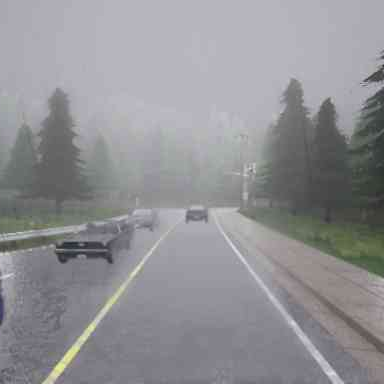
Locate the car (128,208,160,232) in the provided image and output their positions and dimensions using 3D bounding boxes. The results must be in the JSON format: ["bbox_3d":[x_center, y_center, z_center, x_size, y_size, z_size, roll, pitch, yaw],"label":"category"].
[{"bbox_3d":[-3.313,1.836,22.954,1.812,1.442,4.674,0,-1,2],"label":"car"}]

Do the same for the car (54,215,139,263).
[{"bbox_3d":[-3.502,1.773,12.783,1.895,1.301,4.718,0,-1,0],"label":"car"}]

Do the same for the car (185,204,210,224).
[{"bbox_3d":[0.490,1.875,29.022,1.882,1.535,5.008,0,-1,3],"label":"car"}]

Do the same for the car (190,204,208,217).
[{"bbox_3d":[0.894,2.105,39.496,1.994,1.385,4.181,0,-1,3],"label":"car"}]

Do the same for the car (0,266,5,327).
[{"bbox_3d":[-3.592,1.251,2.166,2.150,2.045,5.566,0,-1,1],"label":"car"}]
